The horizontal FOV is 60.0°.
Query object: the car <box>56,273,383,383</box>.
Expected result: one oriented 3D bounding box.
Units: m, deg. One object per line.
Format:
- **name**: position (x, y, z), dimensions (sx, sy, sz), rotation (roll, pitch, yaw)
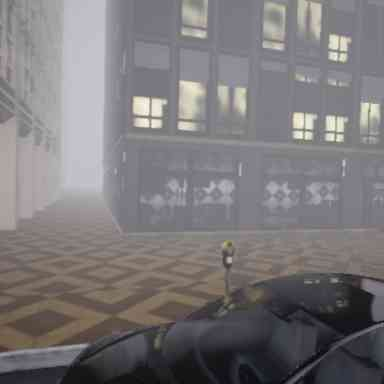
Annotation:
- **car**: position (1.030, 1.497, 2.856), dimensions (4.313, 1.339, 1.947), rotation (1, 2, -17)
